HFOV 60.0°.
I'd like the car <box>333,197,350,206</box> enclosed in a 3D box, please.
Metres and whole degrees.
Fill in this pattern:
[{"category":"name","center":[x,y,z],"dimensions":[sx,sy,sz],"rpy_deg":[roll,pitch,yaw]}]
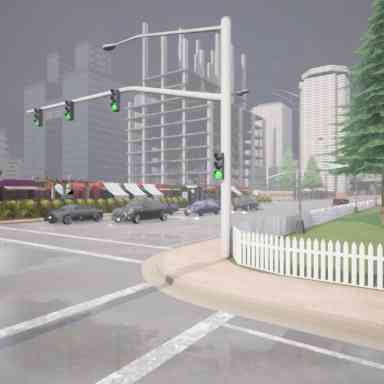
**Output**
[{"category":"car","center":[24.103,1.478,53.649],"dimensions":[1.882,1.535,5.008],"rpy_deg":[0,0,34]}]

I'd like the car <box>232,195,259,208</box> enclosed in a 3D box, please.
[{"category":"car","center":[7.927,1.352,48.764],"dimensions":[2.097,1.767,4.553],"rpy_deg":[0,0,35]}]

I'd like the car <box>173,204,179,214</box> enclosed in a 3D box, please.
[{"category":"car","center":[-3.423,1.547,32.076],"dimensions":[2.033,1.411,5.357],"rpy_deg":[0,0,34]}]

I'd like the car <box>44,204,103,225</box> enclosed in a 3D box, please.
[{"category":"car","center":[-8.606,1.564,24.422],"dimensions":[1.994,1.385,4.181],"rpy_deg":[0,0,34]}]

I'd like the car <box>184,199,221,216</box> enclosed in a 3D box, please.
[{"category":"car","center":[1.060,1.526,32.433],"dimensions":[1.812,1.442,4.674],"rpy_deg":[0,0,34]}]

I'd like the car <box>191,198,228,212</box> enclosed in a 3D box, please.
[{"category":"car","center":[2.223,1.547,40.411],"dimensions":[2.033,1.411,5.357],"rpy_deg":[0,0,34]}]

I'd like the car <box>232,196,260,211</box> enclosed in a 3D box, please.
[{"category":"car","center":[6.696,1.505,40.759],"dimensions":[1.837,1.490,4.892],"rpy_deg":[0,0,34]}]

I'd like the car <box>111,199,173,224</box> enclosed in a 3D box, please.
[{"category":"car","center":[-3.892,1.352,25.140],"dimensions":[2.097,1.767,4.553],"rpy_deg":[0,0,34]}]
